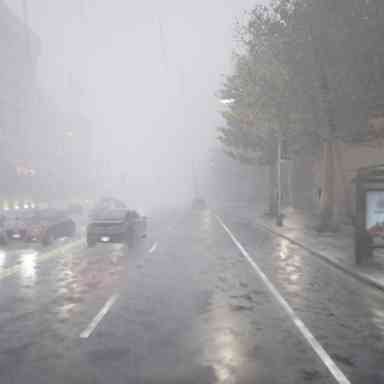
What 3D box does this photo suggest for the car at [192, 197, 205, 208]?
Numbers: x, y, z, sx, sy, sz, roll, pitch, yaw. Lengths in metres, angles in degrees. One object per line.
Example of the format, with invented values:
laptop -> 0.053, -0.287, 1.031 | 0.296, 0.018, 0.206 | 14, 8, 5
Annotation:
car -> 0.936, 1.468, 47.625 | 1.837, 1.490, 4.892 | 0, 0, 1

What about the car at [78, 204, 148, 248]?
car -> -3.155, 1.481, 14.686 | 1.837, 1.490, 4.892 | 0, 0, 1

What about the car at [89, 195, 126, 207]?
car -> -6.546, 1.115, 26.181 | 2.097, 1.767, 4.553 | 0, 0, 1

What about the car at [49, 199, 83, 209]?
car -> -10.047, 1.271, 26.214 | 1.812, 1.442, 4.674 | 0, 0, 1

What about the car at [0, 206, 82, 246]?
car -> -6.838, 1.526, 15.008 | 1.994, 1.385, 4.181 | 0, 0, 1
